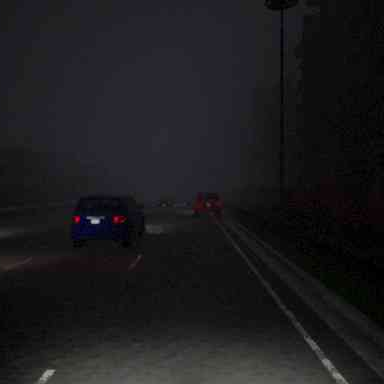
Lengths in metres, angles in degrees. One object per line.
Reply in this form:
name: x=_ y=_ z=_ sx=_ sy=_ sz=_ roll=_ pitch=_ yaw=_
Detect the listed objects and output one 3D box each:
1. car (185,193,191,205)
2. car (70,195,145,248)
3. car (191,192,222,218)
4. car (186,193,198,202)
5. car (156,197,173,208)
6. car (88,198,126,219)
car: x=0.005 y=1.166 z=49.563 sx=1.812 sy=1.442 sz=4.674 roll=0 pitch=0 yaw=0
car: x=-3.401 y=1.116 z=14.388 sx=2.150 sy=2.045 sz=5.566 roll=0 pitch=0 yaw=0
car: x=1.223 y=1.022 z=27.737 sx=2.150 sy=2.045 sz=5.566 roll=0 pitch=0 yaw=0
car: x=-0.005 y=1.021 z=63.805 sx=2.128 sy=1.511 sz=4.902 roll=0 pitch=0 yaw=0
car: x=-3.404 y=1.293 z=42.360 sx=1.895 sy=1.301 sz=4.718 roll=0 pitch=0 yaw=0
car: x=-6.902 y=1.305 z=27.539 sx=1.837 sy=1.490 sz=4.892 roll=0 pitch=0 yaw=0
